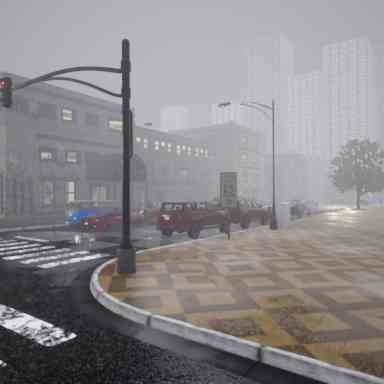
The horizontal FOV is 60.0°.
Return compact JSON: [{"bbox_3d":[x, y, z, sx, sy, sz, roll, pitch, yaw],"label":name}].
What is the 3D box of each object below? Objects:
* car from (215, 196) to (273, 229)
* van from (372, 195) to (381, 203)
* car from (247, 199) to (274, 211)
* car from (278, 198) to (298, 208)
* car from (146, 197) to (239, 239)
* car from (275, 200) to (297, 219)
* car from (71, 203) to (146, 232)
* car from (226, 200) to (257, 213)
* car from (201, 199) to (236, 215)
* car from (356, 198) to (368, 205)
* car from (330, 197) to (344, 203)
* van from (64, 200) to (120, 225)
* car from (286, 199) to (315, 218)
[{"bbox_3d":[3.390,1.367,22.263,2.192,1.841,5.009,-1,-1,35],"label":"car"},{"bbox_3d":[44.931,1.694,80.842,1.690,1.788,3.998,-1,-1,35],"label":"van"},{"bbox_3d":[9.336,1.722,45.130,2.008,1.369,4.403,-1,-1,35],"label":"car"},{"bbox_3d":[15.628,1.742,54.003,1.752,1.417,4.829,-1,-1,35],"label":"car"},{"bbox_3d":[0.195,1.349,17.757,2.192,1.841,5.009,-1,-1,35],"label":"car"},{"bbox_3d":[6.587,1.616,26.767,1.887,1.381,4.507,-1,-1,35],"label":"car"},{"bbox_3d":[-4.889,1.622,20.597,1.994,1.385,4.181,0,0,35],"label":"car"},{"bbox_3d":[6.140,1.701,40.624,2.008,1.369,4.403,-1,-1,35],"label":"car"},{"bbox_3d":[2.945,1.569,36.120,1.967,1.590,4.097,-1,-1,35],"label":"car"},{"bbox_3d":[32.151,1.801,62.815,2.008,1.369,4.403,-1,-1,35],"label":"car"},{"bbox_3d":[34.899,1.915,81.179,2.008,1.369,4.403,-1,-1,35],"label":"car"},{"bbox_3d":[-6.642,1.413,22.602,1.690,1.788,3.998,-1,0,35],"label":"van"},{"bbox_3d":[9.783,1.657,31.273,1.947,1.339,4.313,-1,-1,35],"label":"car"}]
